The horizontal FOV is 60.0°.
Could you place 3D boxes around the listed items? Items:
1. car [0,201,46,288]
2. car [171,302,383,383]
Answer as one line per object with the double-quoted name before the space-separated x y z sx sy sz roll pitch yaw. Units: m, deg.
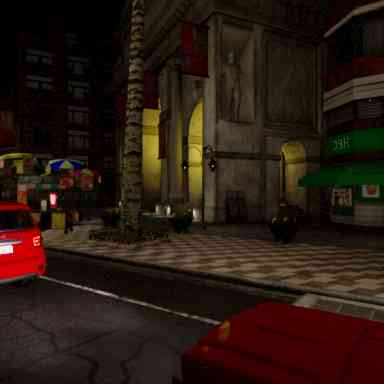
"car" -5.825 1.221 8.032 5.566 2.045 2.150 0 0 35
"car" 2.139 1.601 2.322 4.718 1.301 1.895 0 0 36
